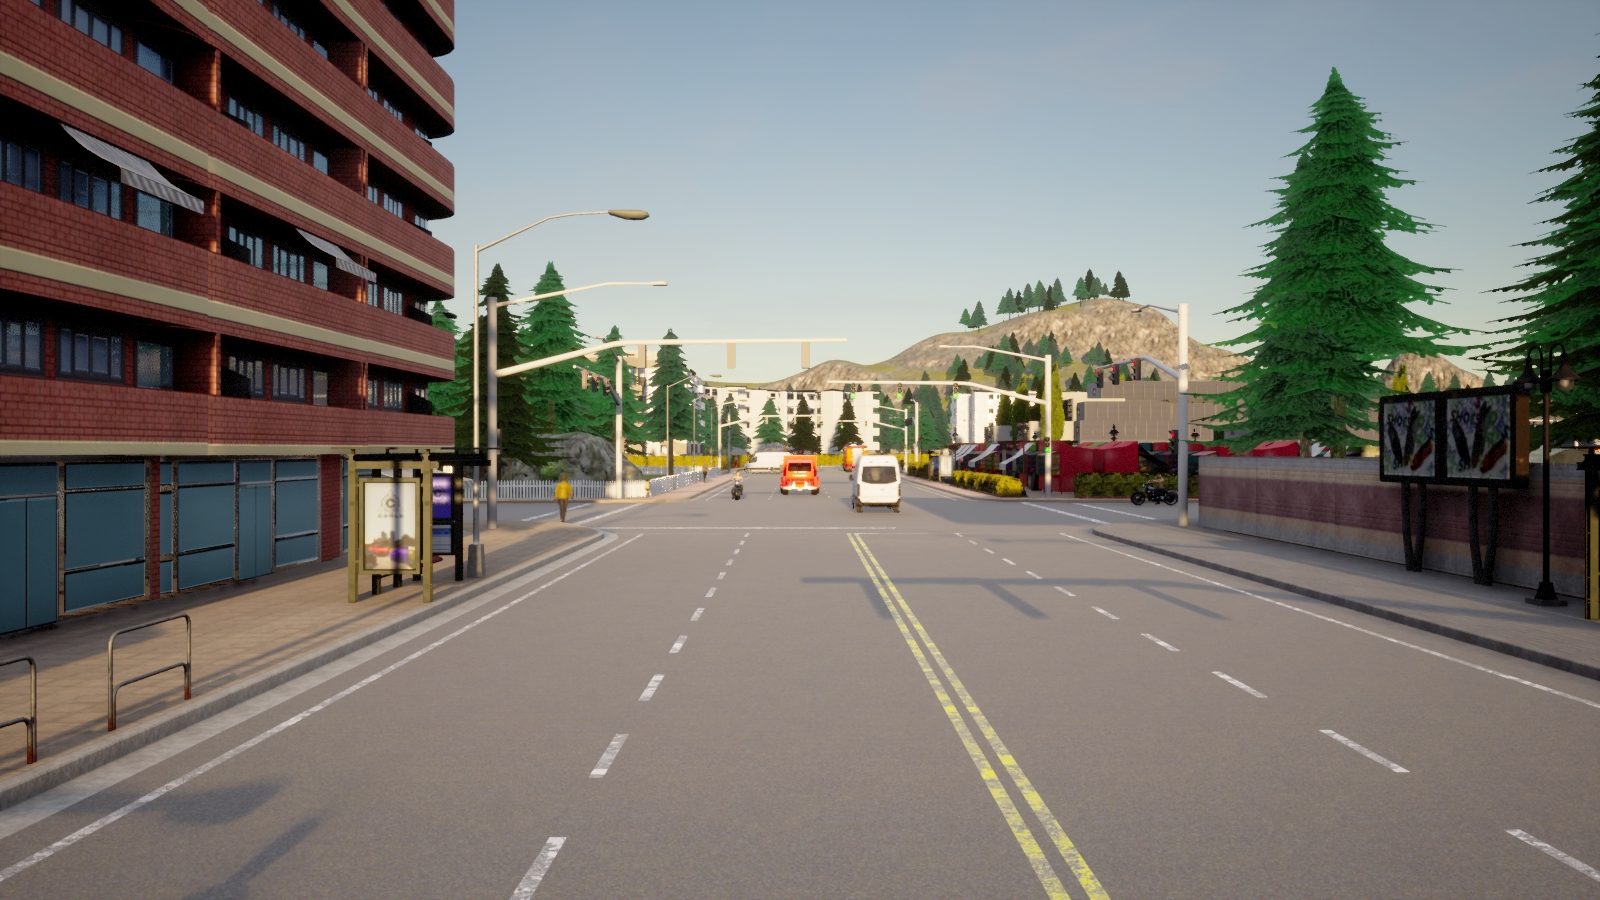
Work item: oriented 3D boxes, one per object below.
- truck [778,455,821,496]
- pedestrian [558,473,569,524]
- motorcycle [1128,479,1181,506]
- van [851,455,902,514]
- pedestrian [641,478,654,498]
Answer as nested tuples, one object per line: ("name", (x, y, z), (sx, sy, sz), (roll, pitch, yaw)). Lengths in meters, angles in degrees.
("truck", (-0.006, 1.572, 72.542), (2.627, 2.467, 5.204), (0, 0, 0))
("pedestrian", (-8.784, 1.795, 42.427), (0.375, 1.860, 0.375), (0, 0, -7))
("motorcycle", (17.582, 2.102, 56.689), (2.356, 1.307, 0.764), (0, 0, 0))
("van", (3.505, 1.526, 53.420), (1.988, 2.561, 5.915), (0, 0, 0))
("pedestrian", (-8.410, 2.079, 62.847), (0.500, 1.100, 0.500), (0, 0, 37))
